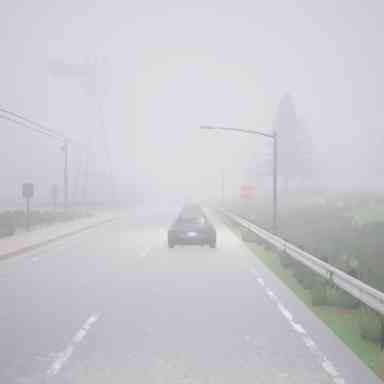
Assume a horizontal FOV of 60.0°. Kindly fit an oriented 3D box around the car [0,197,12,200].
[{"bbox_3d":[-32.297,1.517,57.536,1.784,1.438,3.905,0,0,0],"label":"car"}]

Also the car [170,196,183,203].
[{"bbox_3d":[-3.500,1.519,67.925,2.128,1.511,4.902,0,0,0],"label":"car"}]

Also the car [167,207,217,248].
[{"bbox_3d":[0.000,1.569,14.650,1.994,1.385,4.181,0,0,0],"label":"car"}]

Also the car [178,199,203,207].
[{"bbox_3d":[0.000,1.570,29.650,1.994,1.385,4.181,0,0,0],"label":"car"}]

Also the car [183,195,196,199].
[{"bbox_3d":[-0.771,1.337,78.942,2.128,1.511,4.902,0,0,-29],"label":"car"}]
